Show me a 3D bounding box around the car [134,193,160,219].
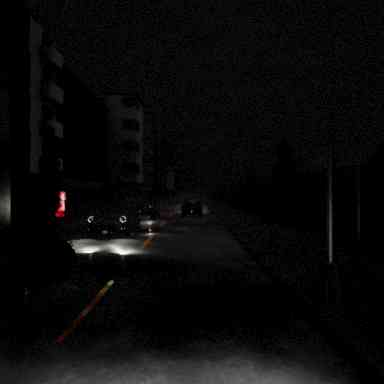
[{"bbox_3d":[-4.040,1.135,28.463,2.150,2.045,5.566,0,0,1],"label":"car"}]

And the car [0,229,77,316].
[{"bbox_3d":[-4.098,1.542,7.298,1.994,1.385,4.181,0,0,0],"label":"car"}]

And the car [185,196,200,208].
[{"bbox_3d":[0.049,1.339,45.614,1.882,1.535,5.008,0,0,0],"label":"car"}]

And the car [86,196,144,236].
[{"bbox_3d":[-4.091,1.298,17.886,2.097,1.767,4.553,0,0,0],"label":"car"}]

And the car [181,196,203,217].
[{"bbox_3d":[0.006,1.401,30.185,2.128,1.511,4.902,0,0,0],"label":"car"}]
